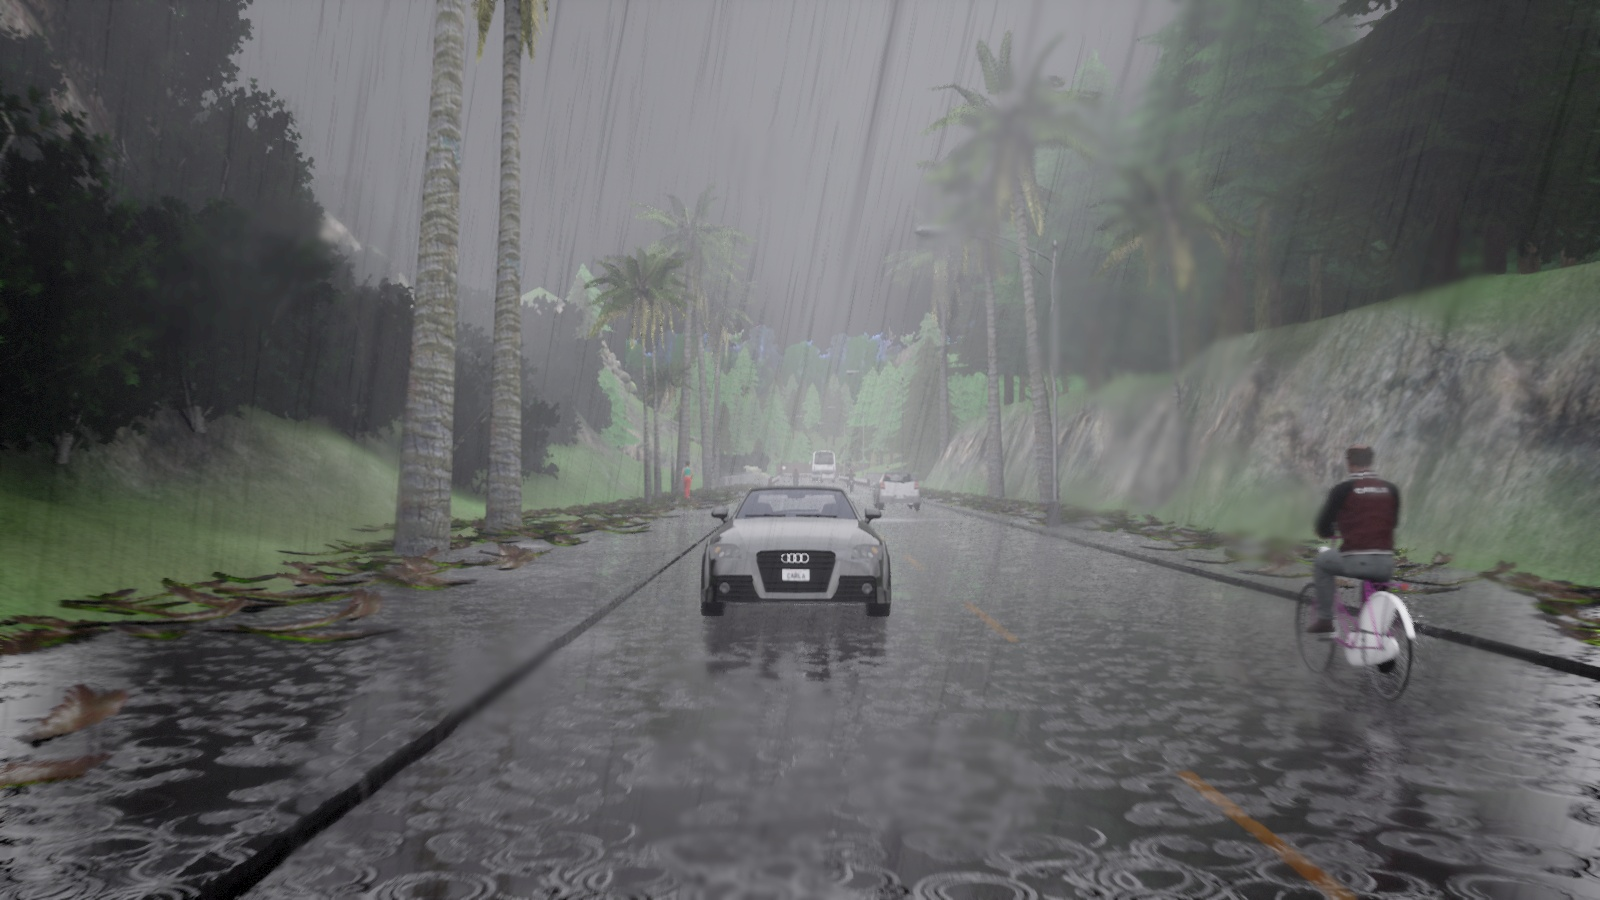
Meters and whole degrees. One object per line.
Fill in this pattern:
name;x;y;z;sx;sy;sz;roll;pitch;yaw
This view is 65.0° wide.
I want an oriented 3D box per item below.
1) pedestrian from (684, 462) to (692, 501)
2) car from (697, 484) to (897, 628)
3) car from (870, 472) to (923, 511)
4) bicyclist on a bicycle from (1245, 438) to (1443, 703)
pedestrian;-5.371;1.517;60.113;0.345;1.836;0.594;0;-1;0
car;-0.034;1.117;14.643;1.994;1.385;4.181;0;-1;0
car;3.871;1.640;50.792;1.845;1.501;3.633;0;-1;0
bicyclist on a bicycle;3.978;0.821;9.357;0.659;1.776;1.843;0;-1;0
